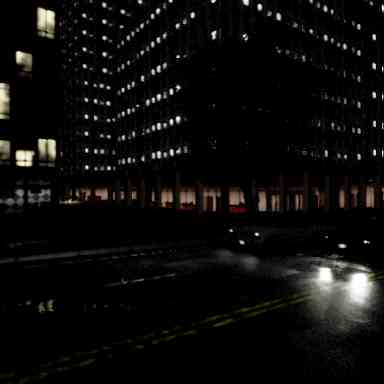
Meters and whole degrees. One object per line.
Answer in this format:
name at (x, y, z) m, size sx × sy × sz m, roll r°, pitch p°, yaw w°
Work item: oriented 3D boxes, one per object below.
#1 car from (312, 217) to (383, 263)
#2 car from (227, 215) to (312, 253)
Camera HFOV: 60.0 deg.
car at (6.741, 1.670, 12.490) m, size 4.181 × 1.385 × 1.994 m, roll 1°, pitch 0°, yaw -36°
car at (3.775, 1.696, 14.368) m, size 4.718 × 1.301 × 1.895 m, roll 1°, pitch 0°, yaw -36°
